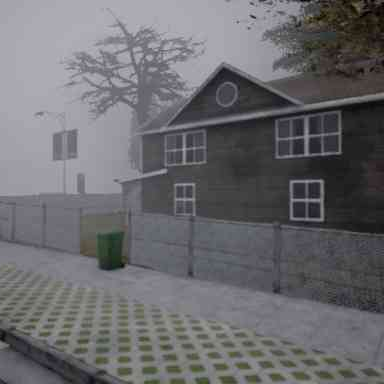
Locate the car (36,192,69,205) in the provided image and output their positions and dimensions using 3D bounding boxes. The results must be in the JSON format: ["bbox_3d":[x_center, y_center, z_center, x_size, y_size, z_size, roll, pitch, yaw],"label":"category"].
[{"bbox_3d":[-11.889,0.791,29.975,2.097,1.767,4.553,-1,0,36],"label":"car"}]
